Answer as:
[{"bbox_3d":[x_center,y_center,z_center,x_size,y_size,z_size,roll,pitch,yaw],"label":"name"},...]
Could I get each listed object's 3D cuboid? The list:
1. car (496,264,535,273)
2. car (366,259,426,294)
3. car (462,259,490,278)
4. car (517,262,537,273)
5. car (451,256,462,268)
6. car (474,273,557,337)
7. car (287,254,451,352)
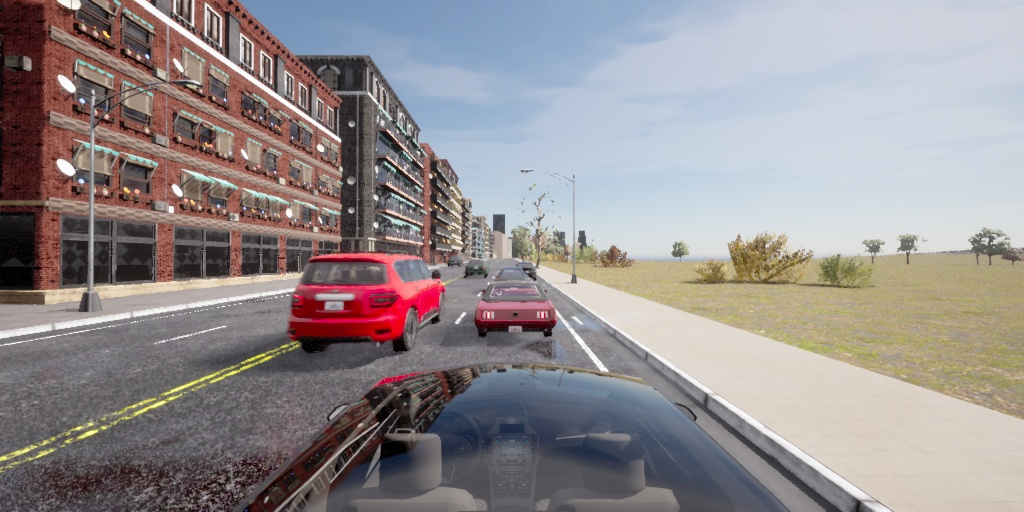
[{"bbox_3d":[0.034,1.317,20.288,1.994,1.385,4.181,0,0,0],"label":"car"},{"bbox_3d":[-6.662,1.105,21.168,2.097,1.767,4.553,0,0,0],"label":"car"},{"bbox_3d":[-3.254,1.105,34.529,2.097,1.767,4.553,0,0,0],"label":"car"},{"bbox_3d":[1.048,1.259,30.282,1.837,1.490,4.892,0,0,0],"label":"car"},{"bbox_3d":[-10.002,0.972,63.187,2.150,2.045,5.566,0,0,0],"label":"car"},{"bbox_3d":[0.074,1.352,10.258,1.895,1.301,4.718,0,0,0],"label":"car"},{"bbox_3d":[-3.173,0.973,9.066,2.150,2.045,5.566,0,0,0],"label":"car"}]
